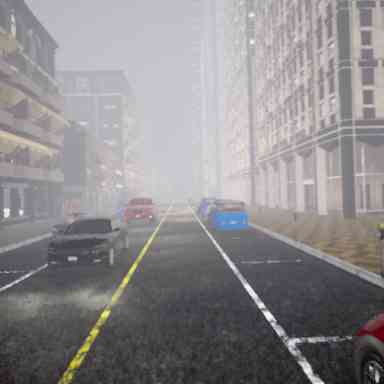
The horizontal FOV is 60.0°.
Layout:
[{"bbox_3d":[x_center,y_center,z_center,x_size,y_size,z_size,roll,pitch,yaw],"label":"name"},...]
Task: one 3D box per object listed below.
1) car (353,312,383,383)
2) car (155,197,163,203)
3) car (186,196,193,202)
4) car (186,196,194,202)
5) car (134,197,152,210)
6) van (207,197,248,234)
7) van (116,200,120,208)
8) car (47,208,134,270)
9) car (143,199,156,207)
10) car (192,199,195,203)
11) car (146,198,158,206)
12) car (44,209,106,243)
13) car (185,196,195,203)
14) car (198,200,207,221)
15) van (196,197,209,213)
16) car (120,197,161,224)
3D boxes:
[{"bbox_3d":[2.704,1.363,1.928,1.967,1.590,4.097,-2,0,-2],"label":"car"},{"bbox_3d":[-9.179,2.136,91.909,1.887,1.381,4.507,-2,0,-2],"label":"car"},{"bbox_3d":[-0.808,1.919,92.236,1.802,1.307,4.206,-2,0,-2],"label":"car"},{"bbox_3d":[-0.588,1.873,86.591,1.947,1.339,4.313,-2,0,-2],"label":"car"},{"bbox_3d":[-7.649,1.711,52.400,2.192,1.841,5.009,-2,0,-2],"label":"car"},{"bbox_3d":[2.041,1.333,18.861,1.690,1.788,3.998,-2,0,-2],"label":"van"},{"bbox_3d":[-6.988,1.661,35.467,1.690,1.788,3.998,-2,0,-2],"label":"van"},{"bbox_3d":[-3.476,1.618,11.901,1.882,1.535,5.008,-2,0,-2],"label":"car"},{"bbox_3d":[-8.080,2.015,63.688,1.947,1.339,4.313,-2,0,-2],"label":"car"},{"bbox_3d":[1.388,1.630,35.793,1.947,1.339,4.313,-2,0,-2],"label":"car"},{"bbox_3d":[-8.300,2.027,69.332,2.008,1.369,4.403,-2,0,-2],"label":"car"},{"bbox_3d":[-6.323,1.797,18.534,2.008,1.369,4.403,-2,0,-2],"label":"car"},{"bbox_3d":[-0.149,1.831,75.303,1.802,1.307,4.206,-2,0,-2],"label":"car"},{"bbox_3d":[1.828,1.566,24.505,2.008,1.369,4.403,-2,0,-2],"label":"car"},{"bbox_3d":[1.602,1.381,30.150,1.690,1.788,3.998,-2,0,-2],"label":"van"},{"bbox_3d":[-4.051,1.426,26.942,2.150,2.045,5.566,-2,0,-2],"label":"car"}]
